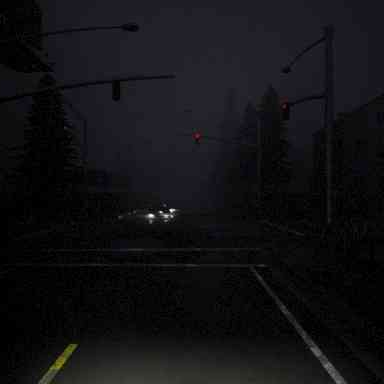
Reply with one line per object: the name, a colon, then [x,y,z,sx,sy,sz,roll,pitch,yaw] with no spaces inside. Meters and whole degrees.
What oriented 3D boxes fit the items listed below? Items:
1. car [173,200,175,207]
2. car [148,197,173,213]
car: [-3.498,1.601,47.816,1.895,1.301,4.718,0,0,0]
car: [-3.531,1.351,36.169,2.097,1.767,4.553,0,0,0]
